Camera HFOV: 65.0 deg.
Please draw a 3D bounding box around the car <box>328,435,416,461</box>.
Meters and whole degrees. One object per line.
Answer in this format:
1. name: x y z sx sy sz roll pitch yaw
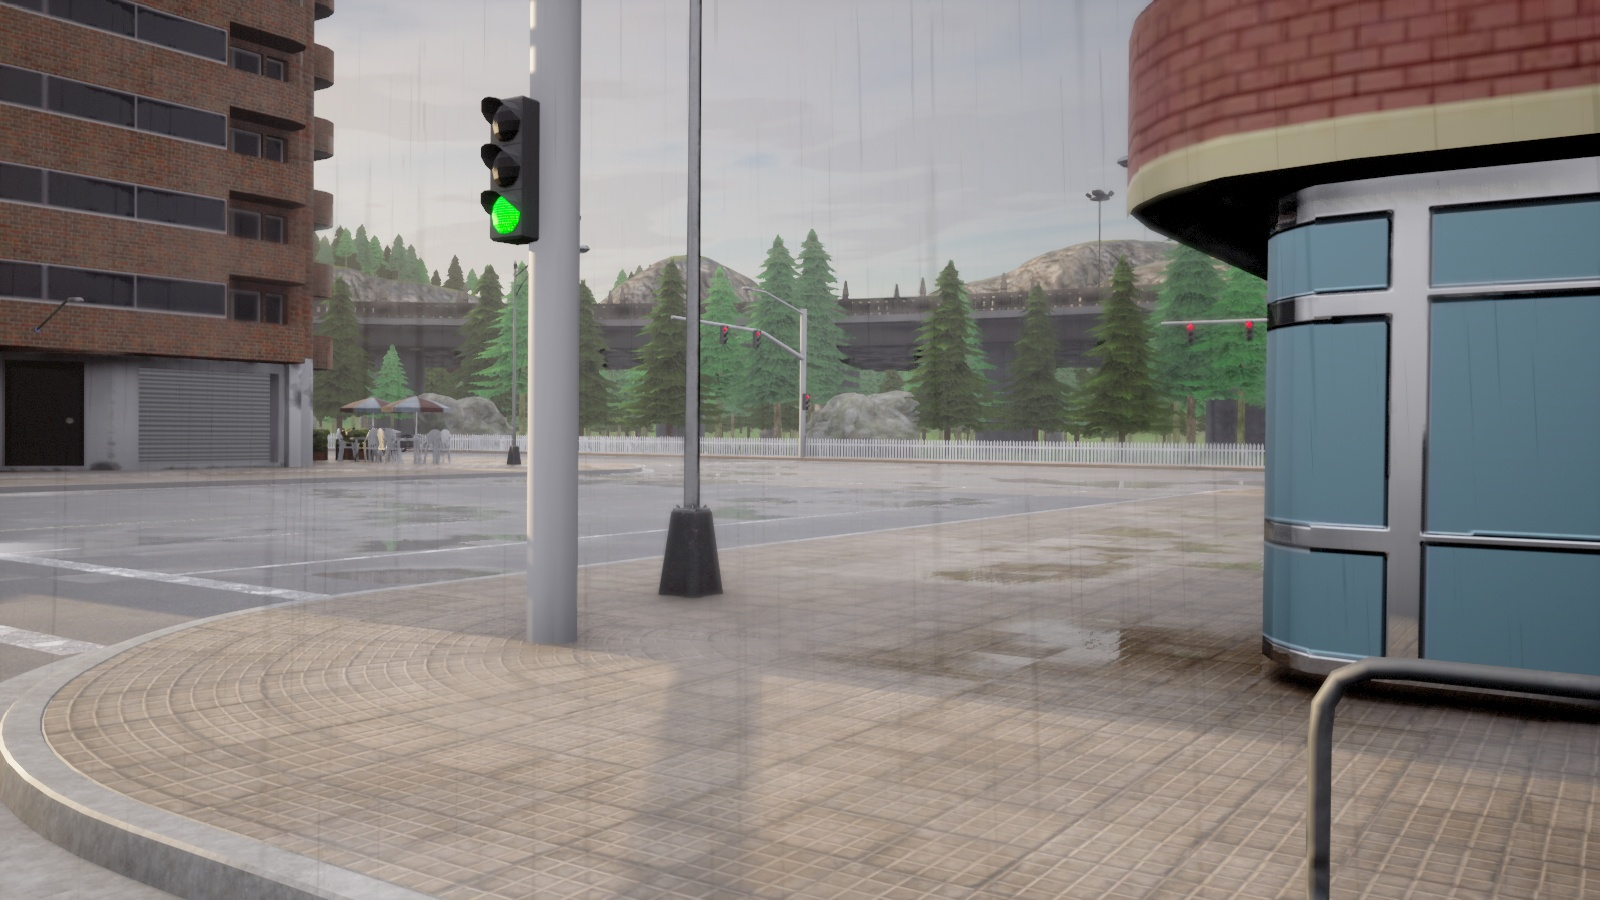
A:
1. car: -25.780 -0.124 75.723 4.892 1.490 1.837 0 1 18
